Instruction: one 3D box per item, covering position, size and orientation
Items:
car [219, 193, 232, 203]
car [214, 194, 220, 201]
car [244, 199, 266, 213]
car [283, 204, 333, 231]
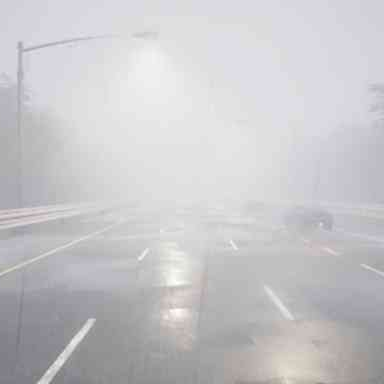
[{"bbox_3d":[7.224,1.486,68.832,1.812,1.442,4.674,0,0,0],"label":"car"},{"bbox_3d":[7.300,1.464,83.920,1.812,1.442,4.674,0,0,0],"label":"car"},{"bbox_3d":[7.070,1.488,37.728,1.882,1.535,5.008,0,0,0],"label":"car"},{"bbox_3d":[7.019,1.506,20.518,1.837,1.490,4.892,0,0,0],"label":"car"}]
